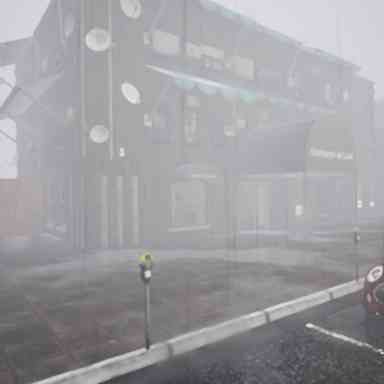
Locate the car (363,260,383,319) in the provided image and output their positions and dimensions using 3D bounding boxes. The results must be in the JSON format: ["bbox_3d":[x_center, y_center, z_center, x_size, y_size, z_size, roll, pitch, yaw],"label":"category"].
[{"bbox_3d":[4.958,1.427,6.245,4.097,1.590,1.967,0,0,-37],"label":"car"}]
